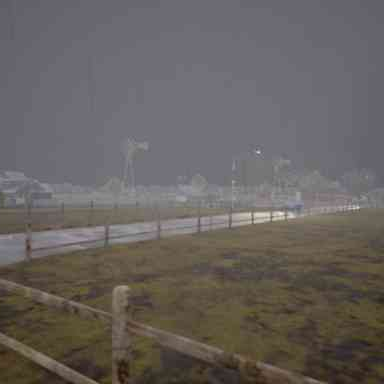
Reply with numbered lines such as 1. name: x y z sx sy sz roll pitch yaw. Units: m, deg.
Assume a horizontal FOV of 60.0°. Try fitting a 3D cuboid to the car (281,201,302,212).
1. car: 14.832 2.121 49.315 1.882 1.535 5.008 1 0 36
